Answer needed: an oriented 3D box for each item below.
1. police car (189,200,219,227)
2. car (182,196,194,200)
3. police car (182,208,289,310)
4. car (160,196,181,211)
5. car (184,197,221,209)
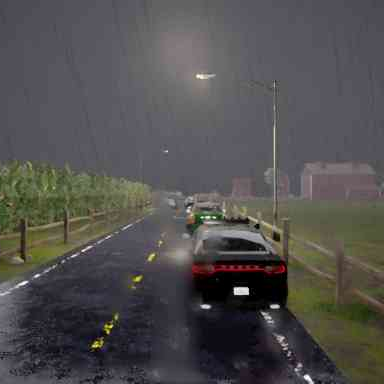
[{"bbox_3d":[0.759,1.425,24.048,1.930,1.638,5.238,0,0,0],"label":"police car"},{"bbox_3d":[-0.094,1.625,46.704,1.895,1.301,4.718,0,0,0],"label":"car"},{"bbox_3d":[0.803,1.425,8.048,1.930,1.638,5.238,0,0,0],"label":"police car"},{"bbox_3d":[-2.865,1.561,41.890,2.033,1.411,5.357,0,0,0],"label":"car"},{"bbox_3d":[0.776,1.351,17.909,2.097,1.767,4.553,0,0,0],"label":"car"}]
